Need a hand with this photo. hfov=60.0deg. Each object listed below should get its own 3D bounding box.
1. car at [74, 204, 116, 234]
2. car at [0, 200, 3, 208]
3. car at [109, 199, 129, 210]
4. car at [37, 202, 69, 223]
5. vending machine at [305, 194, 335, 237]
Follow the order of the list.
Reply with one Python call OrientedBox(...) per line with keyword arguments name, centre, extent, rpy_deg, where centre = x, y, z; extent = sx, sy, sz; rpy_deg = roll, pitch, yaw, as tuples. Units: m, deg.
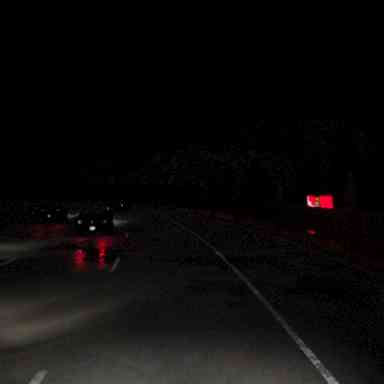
OrientedBox(name="car", centre=(-5.652, 1.601, 19.563), extent=(1.895, 1.301, 4.718), rpy_deg=(0, 0, -12))
OrientedBox(name="car", centre=(-29.104, 1.649, 49.073), extent=(1.882, 1.535, 5.008), rpy_deg=(0, 0, -32))
OrientedBox(name="car", centre=(-9.221, 1.585, 41.787), extent=(1.994, 1.385, 4.181), rpy_deg=(0, 0, -24))
OrientedBox(name="car", centre=(-10.959, 1.518, 26.342), extent=(2.128, 1.511, 4.902), rpy_deg=(0, 0, -16))
OrientedBox(name="vending machine", centre=(6.475, 1.150, 16.886), extent=(1.100, 2.100, 0.880), rpy_deg=(0, 0, -9))
